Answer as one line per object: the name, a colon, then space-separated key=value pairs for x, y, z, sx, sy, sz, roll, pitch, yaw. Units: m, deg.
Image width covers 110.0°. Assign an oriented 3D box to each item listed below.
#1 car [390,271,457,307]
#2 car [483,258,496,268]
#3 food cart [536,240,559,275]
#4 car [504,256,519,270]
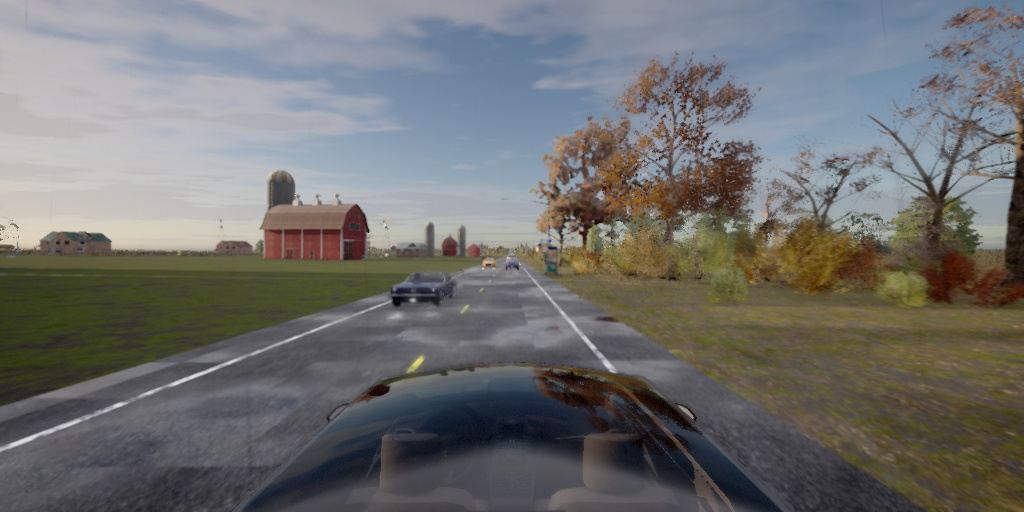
car: x=-3.597 y=1.315 z=15.305 sx=1.895 sy=1.301 sz=4.718 roll=0 pitch=0 yaw=0
car: x=-3.543 y=1.076 z=56.483 sx=1.882 sy=1.535 sz=5.008 roll=0 pitch=0 yaw=1
food cart: x=4.009 y=0.118 z=37.939 sx=2.280 sy=3.560 sz=4.660 roll=0 pitch=0 yaw=0
car: x=0.026 y=1.146 z=49.151 sx=1.812 sy=1.442 sz=4.674 roll=0 pitch=0 yaw=0
